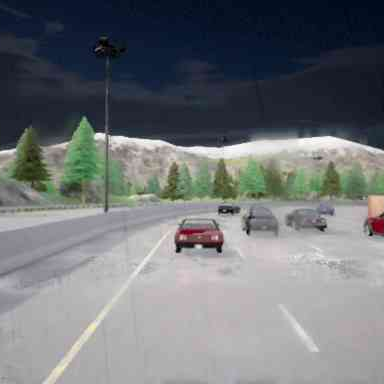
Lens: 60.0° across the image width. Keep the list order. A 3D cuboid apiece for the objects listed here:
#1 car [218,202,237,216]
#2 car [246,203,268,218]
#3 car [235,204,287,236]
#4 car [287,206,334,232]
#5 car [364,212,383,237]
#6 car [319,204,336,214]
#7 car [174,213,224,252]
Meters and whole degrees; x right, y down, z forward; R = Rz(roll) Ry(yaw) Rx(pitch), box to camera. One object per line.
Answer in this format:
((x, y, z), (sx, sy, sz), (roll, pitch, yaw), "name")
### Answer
((4.566, 1.966, 39.855), (1.882, 1.535, 5.008), (-1, -1, 21), "car")
((7.456, 2.052, 37.799), (1.994, 1.385, 4.181), (0, -1, 17), "car")
((4.062, 1.756, 20.413), (2.128, 1.511, 4.902), (0, -1, 4), "car")
((7.681, 1.867, 22.845), (2.033, 1.411, 5.357), (0, -1, 5), "car")
((10.911, 1.635, 17.402), (2.097, 1.767, 4.553), (1, -1, 3), "car")
((17.348, 2.187, 43.017), (1.994, 1.385, 4.181), (0, -1, 27), "car")
((0.303, 1.771, 14.642), (1.895, 1.301, 4.718), (0, -1, 1), "car")
